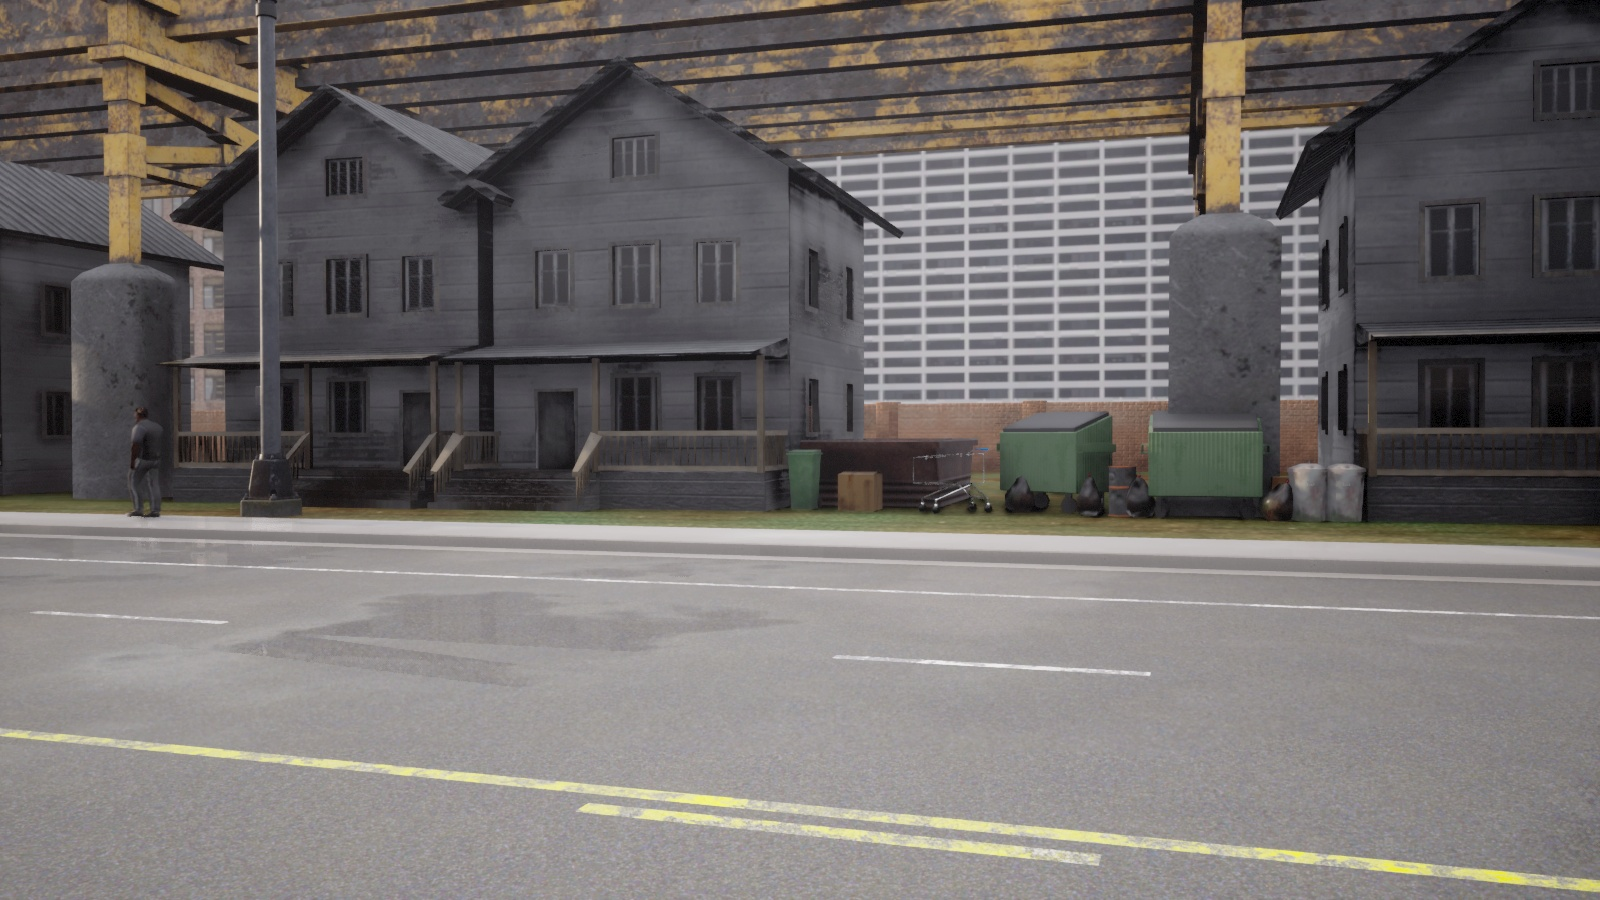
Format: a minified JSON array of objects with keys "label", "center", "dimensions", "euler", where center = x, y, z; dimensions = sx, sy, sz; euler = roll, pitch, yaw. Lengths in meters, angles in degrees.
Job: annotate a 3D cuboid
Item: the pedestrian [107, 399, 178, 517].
[{"label":"pedestrian","center":[-10.688,0.114,20.422],"dimensions":[0.849,1.883,0.563],"euler":[0,1,14]}]
